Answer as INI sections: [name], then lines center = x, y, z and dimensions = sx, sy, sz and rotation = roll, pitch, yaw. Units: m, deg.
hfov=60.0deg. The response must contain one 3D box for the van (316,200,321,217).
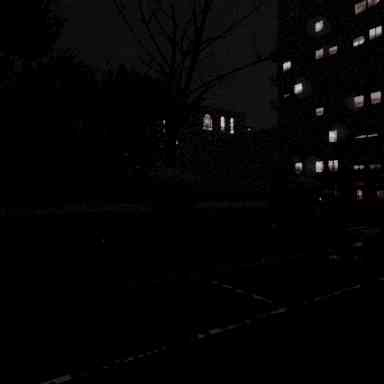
[van]
center = 10.525, 1.643, 32.575
dimensions = 1.690, 1.788, 3.998
rotation = -1, 0, -36
